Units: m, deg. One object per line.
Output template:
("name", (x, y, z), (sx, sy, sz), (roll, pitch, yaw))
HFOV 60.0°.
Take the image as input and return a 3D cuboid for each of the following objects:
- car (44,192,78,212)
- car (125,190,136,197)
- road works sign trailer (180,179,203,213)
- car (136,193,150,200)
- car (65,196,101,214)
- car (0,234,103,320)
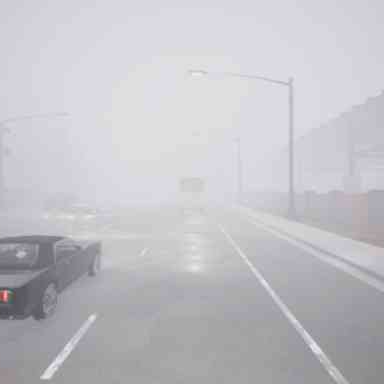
("car", (-14.082, 1.069, 36.355), (2.150, 2.045, 5.566), (0, 0, 0))
("car", (-14.176, 0.621, 77.483), (2.150, 2.045, 5.566), (0, 0, -2))
("road works sign trailer", (-0.004, 0.317, 34.705), (2.380, 3.560, 2.880), (0, 0, 0))
("car", (-10.544, 0.918, 73.736), (2.097, 1.767, 4.553), (0, 0, 0))
("car", (-10.586, 1.385, 33.117), (1.812, 1.442, 4.674), (0, 0, 0))
("car", (-3.399, 1.570, 7.208), (1.895, 1.301, 4.718), (0, 0, 0))
